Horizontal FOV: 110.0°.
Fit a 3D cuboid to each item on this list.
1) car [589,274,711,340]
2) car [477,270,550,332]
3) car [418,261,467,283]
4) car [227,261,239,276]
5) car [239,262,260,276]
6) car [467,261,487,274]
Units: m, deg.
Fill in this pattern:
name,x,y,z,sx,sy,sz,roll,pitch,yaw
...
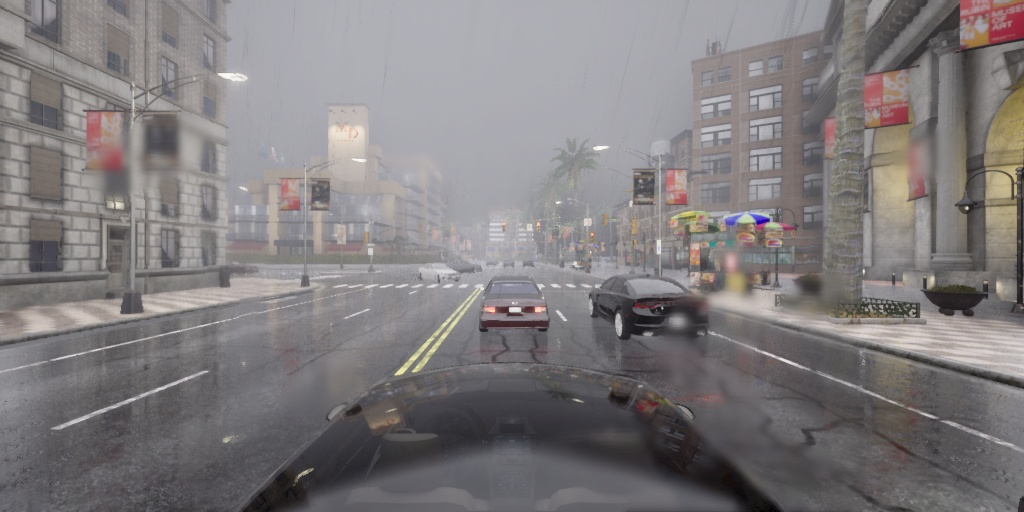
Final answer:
name,x,y,z,sx,sy,sz,roll,pitch,yaw
car,3.485,1.228,10.031,1.882,1.535,5.008,0,0,0
car,-0.006,1.297,10.846,2.033,1.411,5.357,0,0,-2
car,-5.710,1.276,27.807,1.812,1.442,4.674,1,-1,-40
car,-28.322,1.102,32.860,4.553,1.767,2.097,0,0,-1
car,-28.272,1.276,36.361,4.674,1.442,1.812,0,0,-1
car,-5.697,1.241,39.495,4.902,1.511,2.128,0,0,-29
